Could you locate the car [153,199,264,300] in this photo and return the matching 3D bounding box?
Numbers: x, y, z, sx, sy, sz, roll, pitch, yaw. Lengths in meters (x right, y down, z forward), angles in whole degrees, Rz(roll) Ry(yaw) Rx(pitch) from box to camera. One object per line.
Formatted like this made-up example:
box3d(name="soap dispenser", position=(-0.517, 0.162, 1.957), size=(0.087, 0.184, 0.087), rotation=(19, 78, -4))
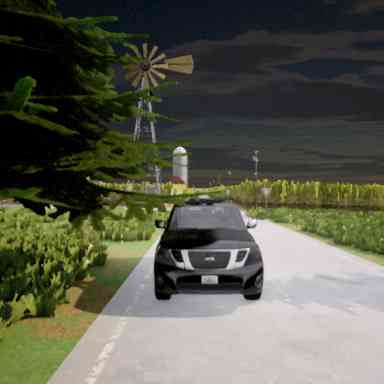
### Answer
box3d(name="car", position=(0.336, 1.213, 8.708), size=(2.150, 2.045, 5.566), rotation=(0, 0, 0))
